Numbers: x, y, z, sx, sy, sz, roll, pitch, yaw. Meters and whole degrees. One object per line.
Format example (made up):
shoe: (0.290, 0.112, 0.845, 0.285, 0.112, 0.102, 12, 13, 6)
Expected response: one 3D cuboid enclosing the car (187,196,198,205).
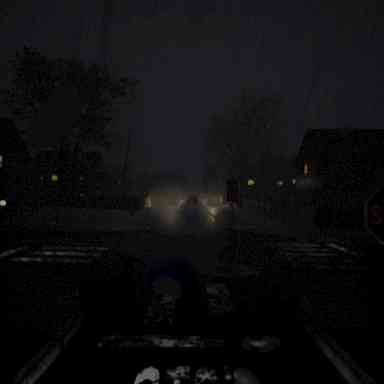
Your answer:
car: (0.111, 1.472, 60.040, 1.882, 1.535, 5.008, 0, 0, 0)
